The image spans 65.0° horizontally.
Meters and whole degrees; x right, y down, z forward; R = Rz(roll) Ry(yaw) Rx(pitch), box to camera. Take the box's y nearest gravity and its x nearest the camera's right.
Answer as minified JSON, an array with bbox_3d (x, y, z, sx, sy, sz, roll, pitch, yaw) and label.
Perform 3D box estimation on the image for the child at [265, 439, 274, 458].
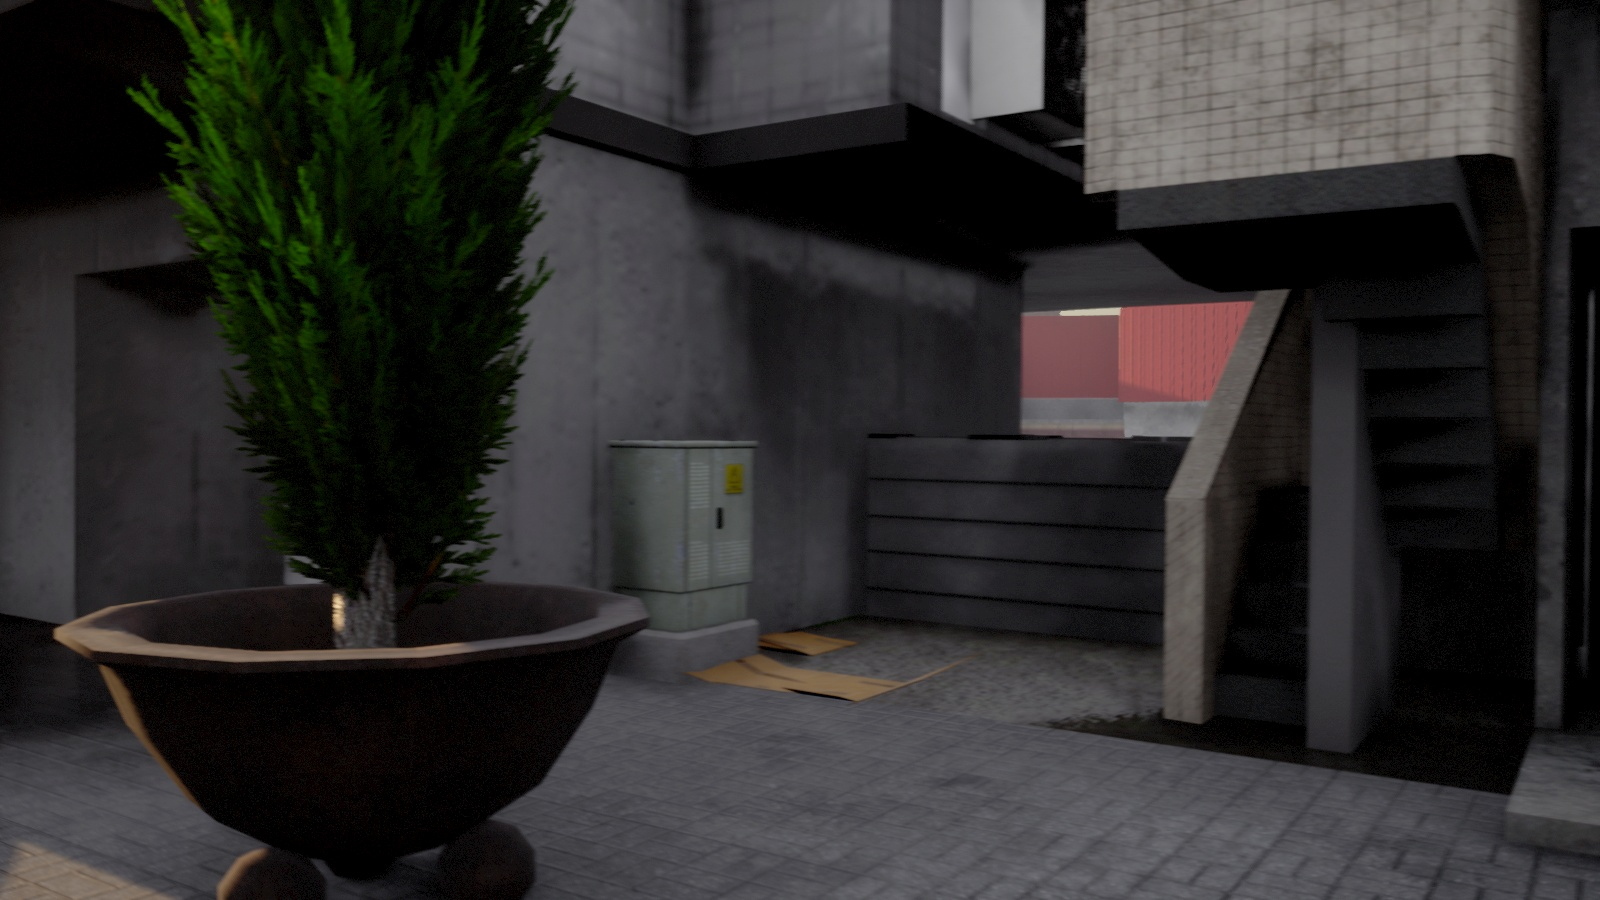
[{"bbox_3d":[-35.205,-0.097,83.364,0.270,1.263,0.437,0,1,32],"label":"child"}]
